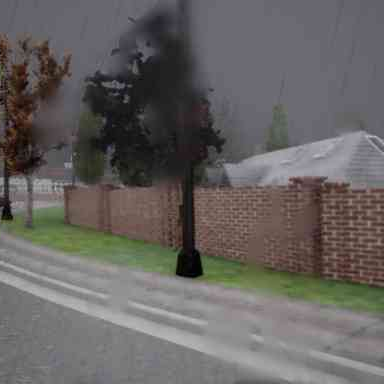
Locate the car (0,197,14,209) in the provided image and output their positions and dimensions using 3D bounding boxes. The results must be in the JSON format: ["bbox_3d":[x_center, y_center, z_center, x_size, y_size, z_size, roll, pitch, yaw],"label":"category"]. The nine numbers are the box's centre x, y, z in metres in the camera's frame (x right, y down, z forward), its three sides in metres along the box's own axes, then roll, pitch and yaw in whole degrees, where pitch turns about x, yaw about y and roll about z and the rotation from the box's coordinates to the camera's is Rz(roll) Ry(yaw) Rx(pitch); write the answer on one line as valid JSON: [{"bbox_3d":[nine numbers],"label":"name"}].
[{"bbox_3d":[-24.574,1.355,42.340,1.837,1.490,4.892,-3,1,0],"label":"car"}]
